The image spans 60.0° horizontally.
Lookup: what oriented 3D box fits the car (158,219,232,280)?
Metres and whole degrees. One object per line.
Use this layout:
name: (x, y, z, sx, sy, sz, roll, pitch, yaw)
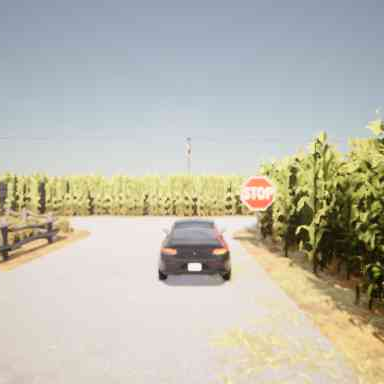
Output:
car: (0.073, 1.502, 9.735, 1.812, 1.442, 4.674, 0, 0, 0)
